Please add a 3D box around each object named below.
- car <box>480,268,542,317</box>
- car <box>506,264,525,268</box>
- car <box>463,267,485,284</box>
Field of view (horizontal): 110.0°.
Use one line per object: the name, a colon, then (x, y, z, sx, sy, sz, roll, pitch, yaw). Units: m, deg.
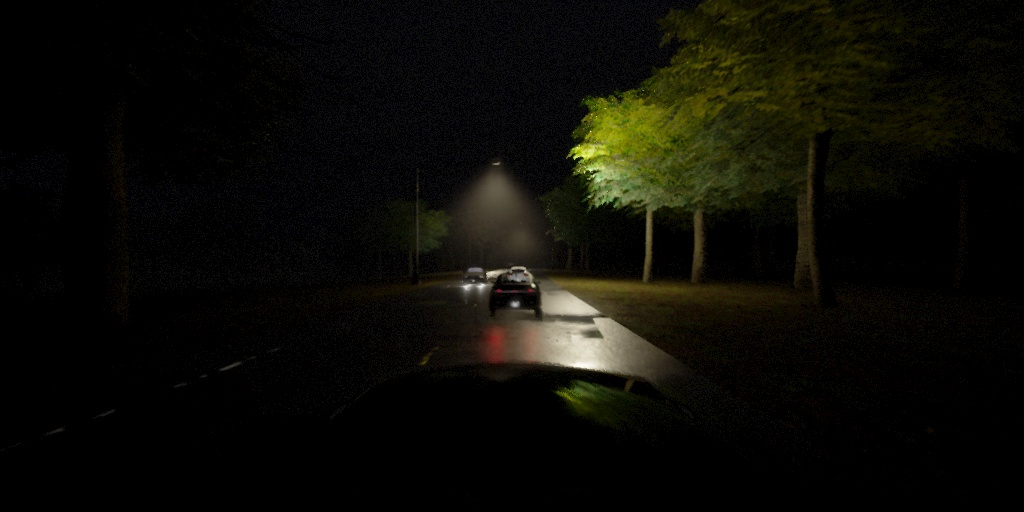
car: (0.161, 1.397, 14.042, 2.128, 1.511, 4.902, 0, -1, 1)
car: (0.549, 1.629, 29.705, 1.812, 1.442, 4.674, 0, 0, 2)
car: (-3.233, 1.677, 32.081, 2.033, 1.411, 5.357, 0, -1, -2)
